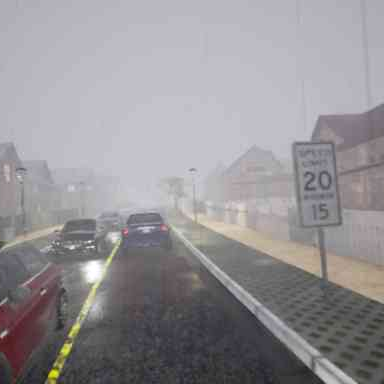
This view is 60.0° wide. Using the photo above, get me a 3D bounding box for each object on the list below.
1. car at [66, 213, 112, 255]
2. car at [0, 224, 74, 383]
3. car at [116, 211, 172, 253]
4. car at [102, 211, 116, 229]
[{"bbox_3d":[-5.019,1.980,15.329,1.837,1.490,4.892,-3,-1,-8],"label":"car"},{"bbox_3d":[-3.080,1.580,4.221,2.097,1.767,4.553,-3,-1,-9],"label":"car"},{"bbox_3d":[-2.195,1.664,15.689,2.097,1.767,4.553,-3,-1,-9],"label":"car"},{"bbox_3d":[-6.419,2.234,26.086,2.033,1.411,5.357,-3,-1,-7],"label":"car"}]
